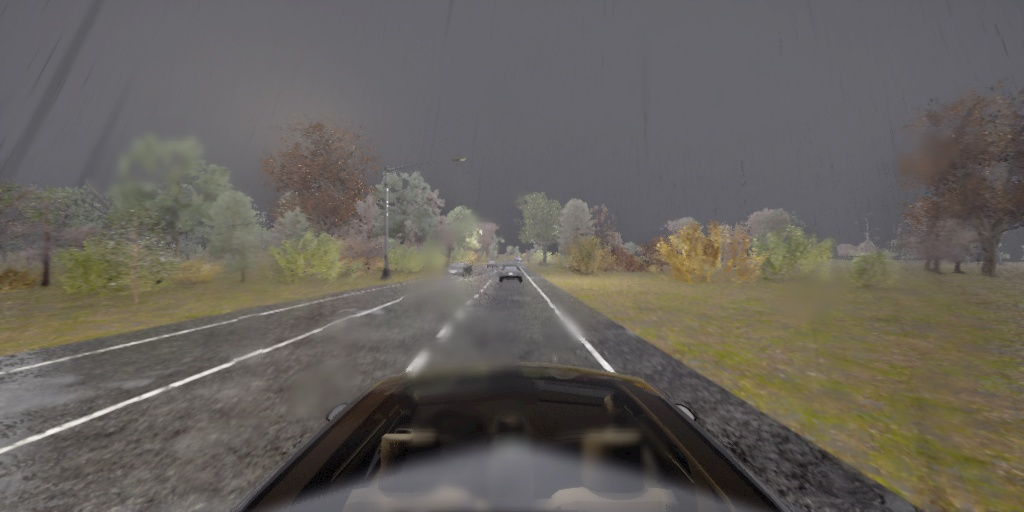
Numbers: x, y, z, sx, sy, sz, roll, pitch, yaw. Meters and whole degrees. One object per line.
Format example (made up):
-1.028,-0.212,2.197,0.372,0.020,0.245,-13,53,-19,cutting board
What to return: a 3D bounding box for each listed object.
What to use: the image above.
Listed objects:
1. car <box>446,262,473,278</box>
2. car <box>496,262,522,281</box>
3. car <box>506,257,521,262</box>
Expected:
-5.269,1.400,36.522,2.128,1.511,4.902,0,0,7,car
-0.110,1.451,31.787,1.994,1.385,4.181,0,0,0,car
-0.178,1.306,50.114,2.097,1.767,4.553,0,0,0,car
